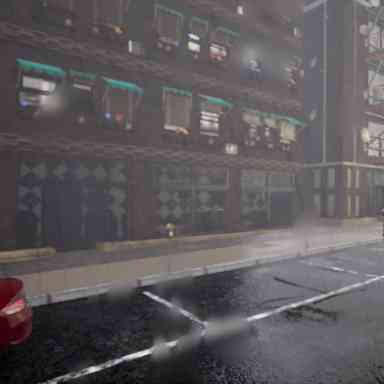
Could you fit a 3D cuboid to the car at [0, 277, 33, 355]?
[{"bbox_3d":[-4.070,1.587,3.642,4.206,1.307,1.802,0,1,-36],"label":"car"}]
